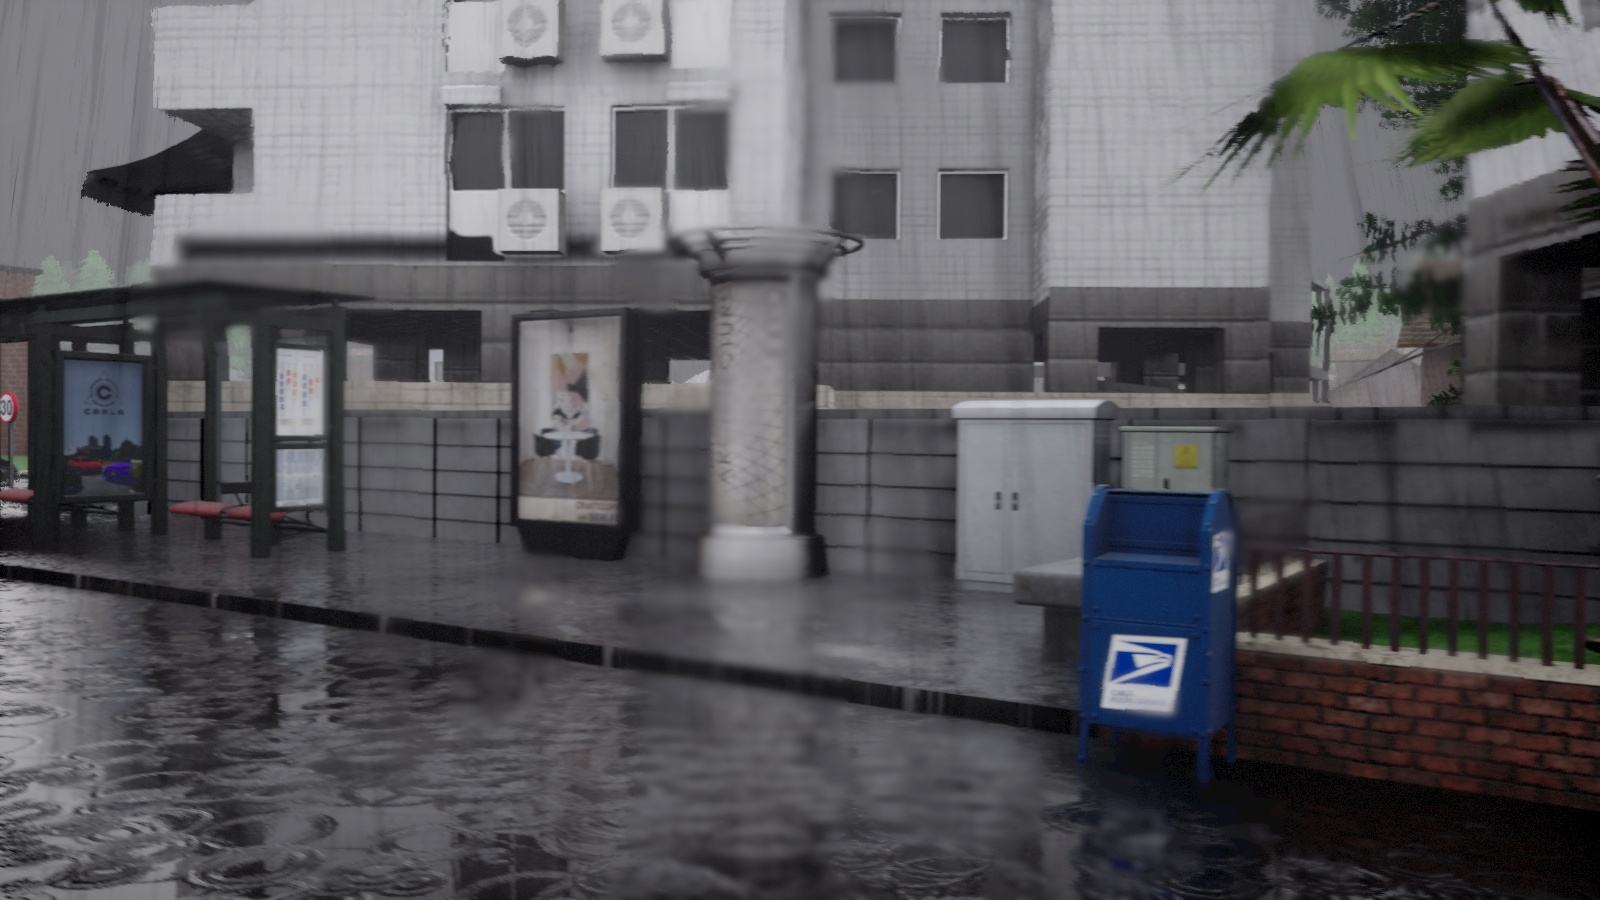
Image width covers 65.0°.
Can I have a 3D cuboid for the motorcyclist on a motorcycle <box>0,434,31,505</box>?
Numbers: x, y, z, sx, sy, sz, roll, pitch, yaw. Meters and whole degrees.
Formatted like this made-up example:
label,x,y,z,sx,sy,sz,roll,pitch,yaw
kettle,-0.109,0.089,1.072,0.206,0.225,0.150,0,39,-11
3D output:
label,x,y,z,sx,sy,sz,roll,pitch,yaw
motorcyclist on a motorcycle,-19.248,0.460,29.051,0.766,1.649,2.350,0,1,34
